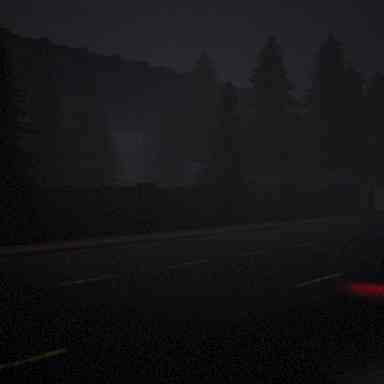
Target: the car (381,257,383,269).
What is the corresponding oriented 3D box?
[{"bbox_3d":[7.198,1.482,9.009,5.357,1.411,2.033,-1,0,-36],"label":"car"}]
